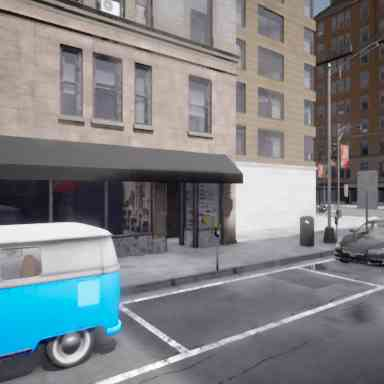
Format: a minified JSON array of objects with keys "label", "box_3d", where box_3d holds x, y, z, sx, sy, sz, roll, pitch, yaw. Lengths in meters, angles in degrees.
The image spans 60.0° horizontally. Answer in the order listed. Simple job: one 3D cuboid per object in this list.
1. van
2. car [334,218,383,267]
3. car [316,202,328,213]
[{"label":"van","box_3d":[-2.891,1.341,4.128,3.998,1.788,1.690,0,0,-35]},{"label":"car","box_3d":[6.335,1.549,10.693,4.403,1.369,2.008,0,0,-35]},{"label":"car","box_3d":[11.704,1.464,34.000,1.994,1.385,4.181,0,0,-36]}]
